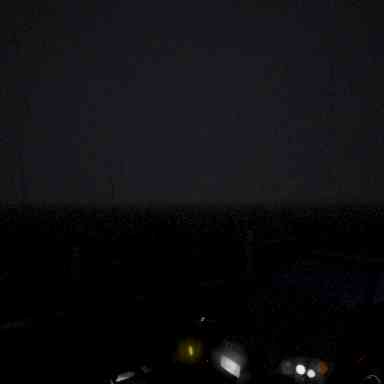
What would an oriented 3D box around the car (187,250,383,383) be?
[{"bbox_3d":[2.009,1.563,4.496,4.181,1.385,1.994,0,0,-35],"label":"car"}]
